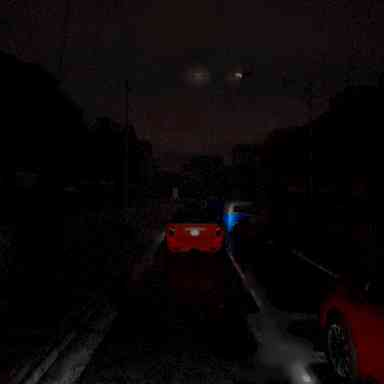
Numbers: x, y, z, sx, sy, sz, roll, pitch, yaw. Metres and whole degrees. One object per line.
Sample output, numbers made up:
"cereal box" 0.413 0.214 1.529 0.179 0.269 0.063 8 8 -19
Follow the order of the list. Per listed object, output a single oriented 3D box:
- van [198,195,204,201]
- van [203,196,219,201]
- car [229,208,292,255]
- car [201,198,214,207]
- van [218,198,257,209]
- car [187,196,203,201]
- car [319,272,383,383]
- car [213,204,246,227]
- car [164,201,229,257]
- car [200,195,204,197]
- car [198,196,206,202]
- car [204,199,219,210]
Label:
"van" 2.662 1.756 95.534 1.690 1.788 3.998 1 0 0
"van" 2.655 1.478 41.059 1.690 1.788 3.998 1 0 0
"car" 2.649 1.587 13.356 1.887 1.381 4.507 1 0 0
"car" 2.654 1.754 57.680 1.887 1.381 4.507 1 0 0
"van" 2.653 1.401 18.897 1.690 1.788 3.998 1 0 0
"car" 0.106 1.641 40.489 1.837 1.490 4.892 0 0 0
"car" 2.651 1.323 2.275 2.192 1.841 5.009 1 0 0
"car" 2.651 1.644 24.437 1.947 1.339 4.313 1 0 0
"car" 0.069 1.394 13.241 2.097 1.767 4.553 0 0 -1
"car" 2.655 1.624 52.140 1.967 1.590 4.097 1 0 0
"car" 2.661 1.821 90.030 1.967 1.590 4.097 1 0 0
"car" 2.653 1.686 46.770 1.752 1.417 4.829 1 0 0
